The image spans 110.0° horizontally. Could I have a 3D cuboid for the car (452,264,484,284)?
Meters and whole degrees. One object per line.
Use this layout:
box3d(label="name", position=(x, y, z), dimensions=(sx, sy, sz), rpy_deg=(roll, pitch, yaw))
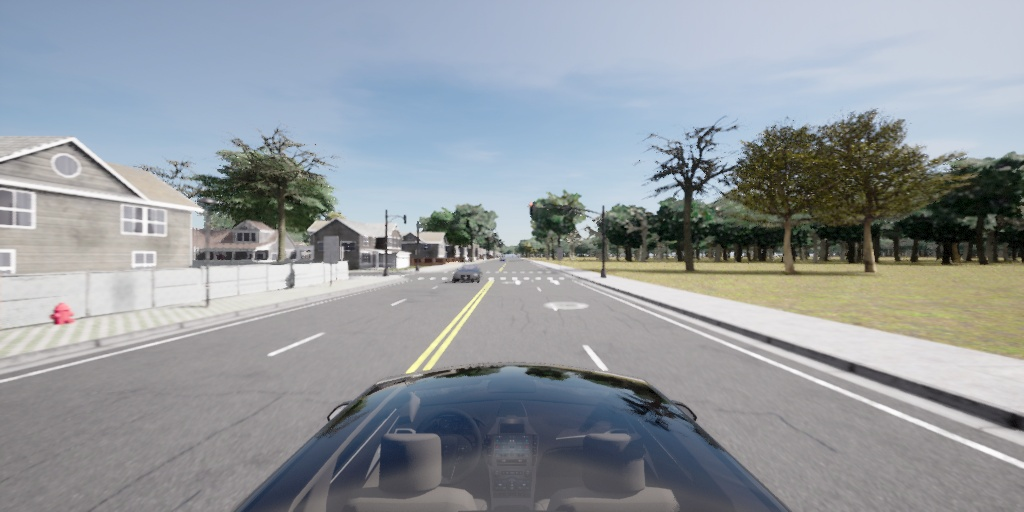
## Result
box3d(label="car", position=(-3.239, 1.320, 27.030), dimensions=(1.994, 1.385, 4.181), rpy_deg=(0, 0, 0))
